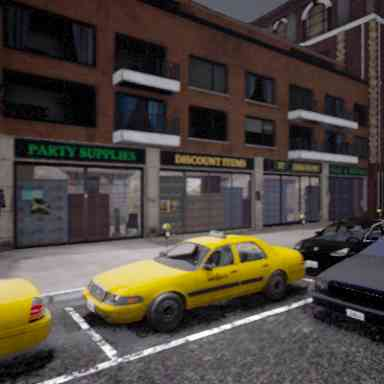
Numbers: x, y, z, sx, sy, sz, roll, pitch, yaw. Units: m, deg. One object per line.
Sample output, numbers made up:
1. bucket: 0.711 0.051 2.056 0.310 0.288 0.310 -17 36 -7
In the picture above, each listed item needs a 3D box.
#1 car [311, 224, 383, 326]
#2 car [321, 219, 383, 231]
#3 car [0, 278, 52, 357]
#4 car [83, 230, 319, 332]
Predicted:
1. car: 4.718 1.517 6.743 5.357 1.411 2.033 0 0 -35
2. car: 4.960 1.527 10.092 4.313 1.339 1.947 0 0 -35
3. car: -4.171 1.532 3.579 4.829 1.417 1.752 0 0 -35
4. car: 0.326 1.509 6.787 4.829 1.417 1.752 0 0 -35
